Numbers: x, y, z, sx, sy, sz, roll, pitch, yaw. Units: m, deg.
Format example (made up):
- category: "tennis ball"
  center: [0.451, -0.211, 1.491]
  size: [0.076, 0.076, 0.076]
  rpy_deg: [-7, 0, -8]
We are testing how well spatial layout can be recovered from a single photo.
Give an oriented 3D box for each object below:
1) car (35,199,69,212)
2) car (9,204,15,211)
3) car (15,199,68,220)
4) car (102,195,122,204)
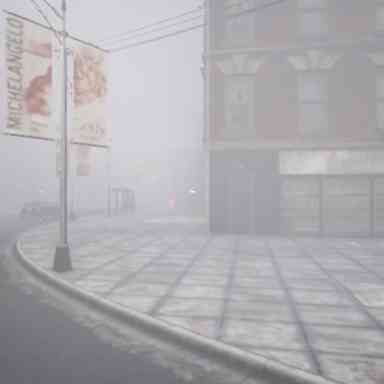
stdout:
- category: "car"
  center: [-18.975, 1.788, 45.450]
  size: [1.882, 1.535, 5.008]
  rpy_deg: [0, -1, 10]
- category: "car"
  center: [-22.599, 1.862, 44.993]
  size: [1.994, 1.385, 4.181]
  rpy_deg: [0, 0, 10]
- category: "car"
  center: [-13.890, 1.562, 31.020]
  size: [2.097, 1.767, 4.553]
  rpy_deg: [0, 0, 6]
- category: "car"
  center: [-19.714, 1.807, 79.938]
  size: [2.435, 2.045, 5.566]
  rpy_deg: [0, 0, 9]
